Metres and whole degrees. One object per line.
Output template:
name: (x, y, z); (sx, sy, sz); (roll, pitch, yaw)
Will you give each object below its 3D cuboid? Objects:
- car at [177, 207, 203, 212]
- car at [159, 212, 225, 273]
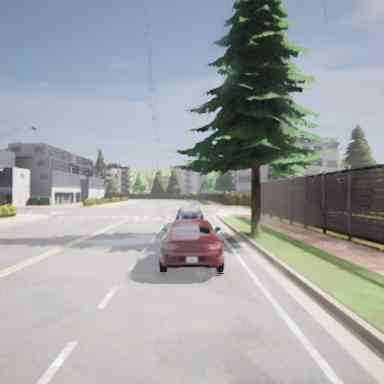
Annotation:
car: (-0.164, 1.706, 23.901); (1.895, 1.301, 4.718); (0, 0, -1)
car: (-0.021, 1.574, 10.715); (1.812, 1.442, 4.674); (0, -1, -1)
